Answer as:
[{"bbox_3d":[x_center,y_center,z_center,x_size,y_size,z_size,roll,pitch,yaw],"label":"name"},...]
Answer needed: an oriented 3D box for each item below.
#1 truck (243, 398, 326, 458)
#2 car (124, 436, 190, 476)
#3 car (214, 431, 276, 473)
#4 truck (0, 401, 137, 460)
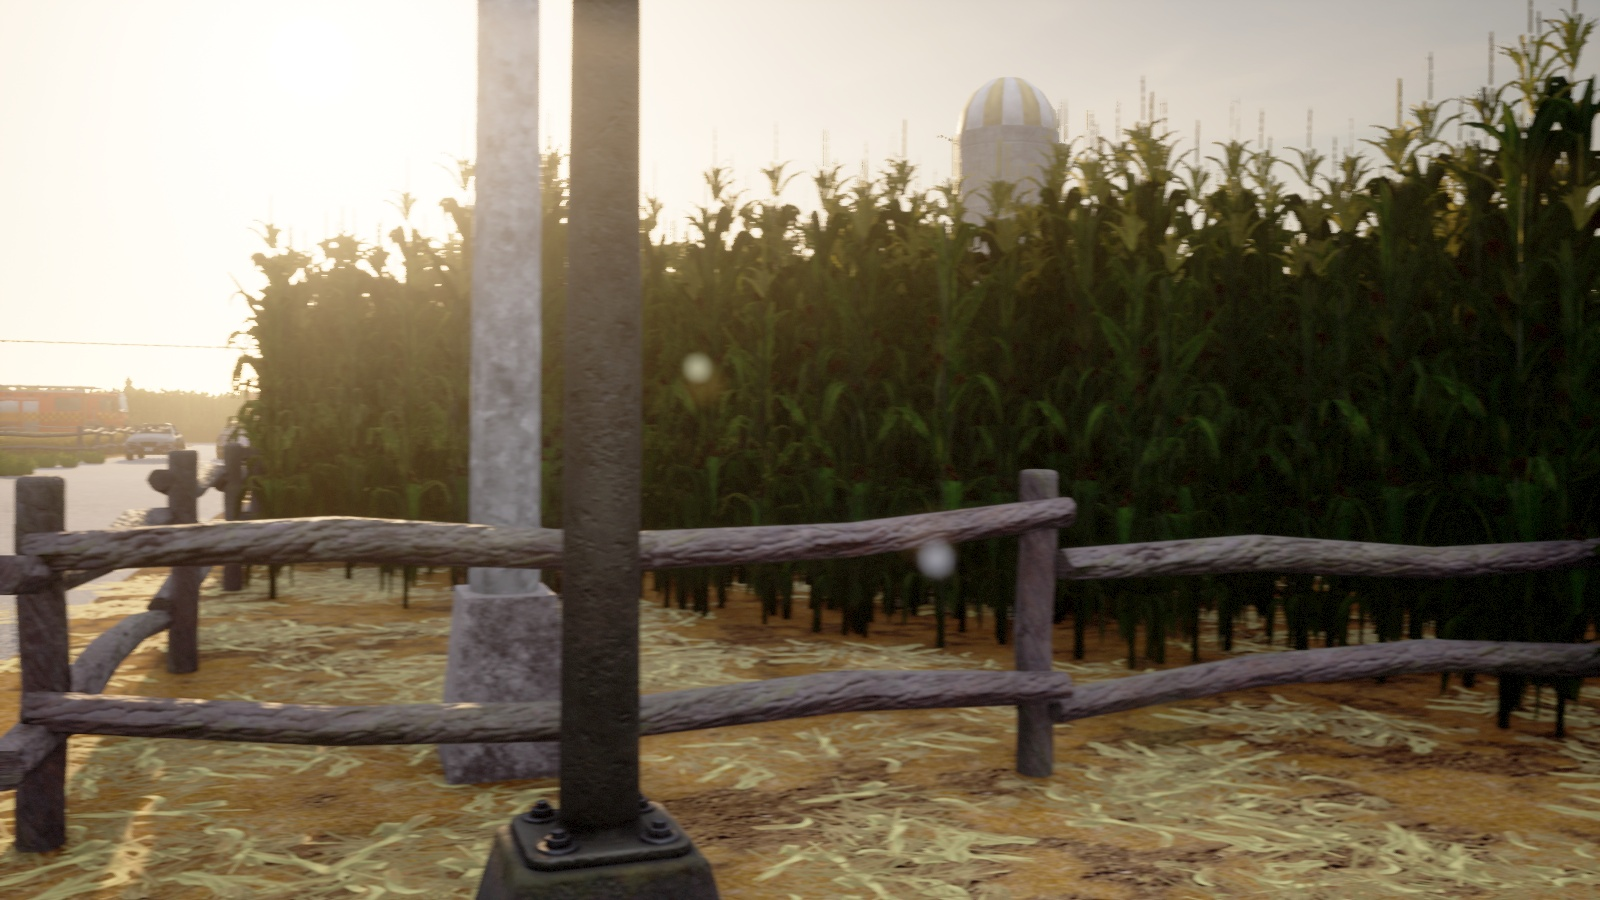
[{"bbox_3d":[-35.027,-1.486,85.723,2.891,3.827,8.468,-1,1,-6],"label":"truck"},{"bbox_3d":[-25.569,0.212,50.042,1.816,1.474,4.193,-1,1,-20],"label":"car"},{"bbox_3d":[-23.291,0.055,52.865,2.033,1.649,4.856,-1,1,-20],"label":"car"},{"bbox_3d":[-49.324,-1.307,83.965,8.468,3.827,2.891,-1,1,-20],"label":"truck"}]
